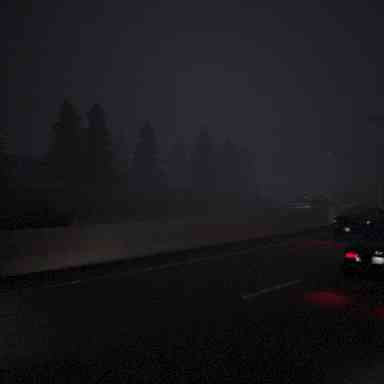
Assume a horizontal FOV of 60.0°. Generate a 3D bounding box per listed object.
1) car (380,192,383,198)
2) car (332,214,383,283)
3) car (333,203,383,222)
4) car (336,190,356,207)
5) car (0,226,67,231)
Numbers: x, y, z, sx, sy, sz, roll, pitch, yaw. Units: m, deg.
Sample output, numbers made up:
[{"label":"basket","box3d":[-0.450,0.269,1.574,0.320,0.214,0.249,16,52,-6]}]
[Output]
[{"label":"car","box3d":[46.571,0.645,83.355,1.801,1.575,5.366,-1,0,3]},{"label":"car","box3d":[5.807,1.455,8.648,5.357,1.411,2.033,-1,0,-41]},{"label":"car","box3d":[8.278,1.379,15.796,4.674,1.442,1.812,-1,0,-44]},{"label":"car","box3d":[20.572,0.836,44.356,2.150,2.045,5.566,0,0,28]},{"label":"car","box3d":[-9.200,1.575,19.138,4.181,1.385,1.994,-1,0,-39]}]
